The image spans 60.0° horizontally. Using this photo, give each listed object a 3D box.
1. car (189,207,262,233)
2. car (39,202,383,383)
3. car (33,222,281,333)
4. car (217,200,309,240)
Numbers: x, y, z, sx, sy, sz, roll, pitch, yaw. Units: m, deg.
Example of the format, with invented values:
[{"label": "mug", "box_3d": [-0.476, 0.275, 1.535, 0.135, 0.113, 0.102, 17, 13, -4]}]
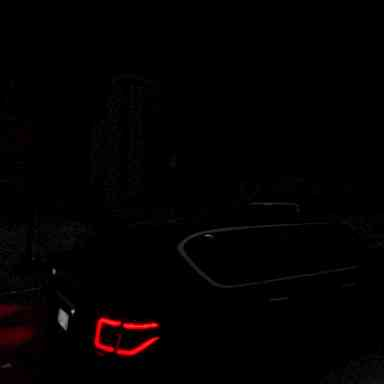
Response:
[{"label": "car", "box_3d": [2.387, 1.863, 22.885, 5.008, 1.535, 1.882, 3, -1, -35]}, {"label": "car", "box_3d": [1.044, 1.242, 4.490, 5.566, 2.045, 2.150, 1, -1, -35]}, {"label": "car", "box_3d": [-0.531, 1.578, 7.665, 5.357, 1.411, 2.033, 1, -1, -35]}, {"label": "car", "box_3d": [4.372, 1.604, 20.001, 5.566, 2.045, 2.150, 3, -1, -35]}]
